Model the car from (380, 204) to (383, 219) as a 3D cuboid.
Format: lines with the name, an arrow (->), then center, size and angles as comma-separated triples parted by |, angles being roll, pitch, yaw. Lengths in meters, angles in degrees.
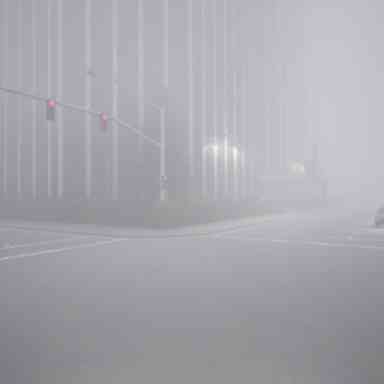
car -> 19.403, 1.852, 32.101 | 1.895, 1.301, 4.718 | -1, -1, 32

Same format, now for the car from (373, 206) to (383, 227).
car -> 14.296, 1.736, 23.955 | 2.033, 1.411, 5.357 | -1, -1, 32
